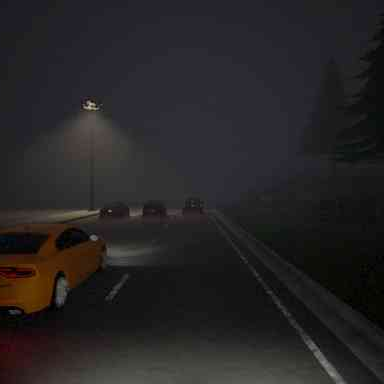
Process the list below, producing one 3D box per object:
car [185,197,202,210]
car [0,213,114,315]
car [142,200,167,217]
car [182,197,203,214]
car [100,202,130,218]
[{"bbox_3d":[0.249,1.490,44.161,2.128,1.511,4.902,0,0,2],"label":"car"},{"bbox_3d":[-3.401,1.477,7.689,1.882,1.535,5.008,0,0,0],"label":"car"},{"bbox_3d":[-3.400,1.477,30.901,1.882,1.535,5.008,0,0,0],"label":"car"},{"bbox_3d":[0.095,1.351,34.937,2.097,1.767,4.553,0,0,0],"label":"car"},{"bbox_3d":[-6.901,1.563,30.029,1.994,1.385,4.181,0,0,0],"label":"car"}]
